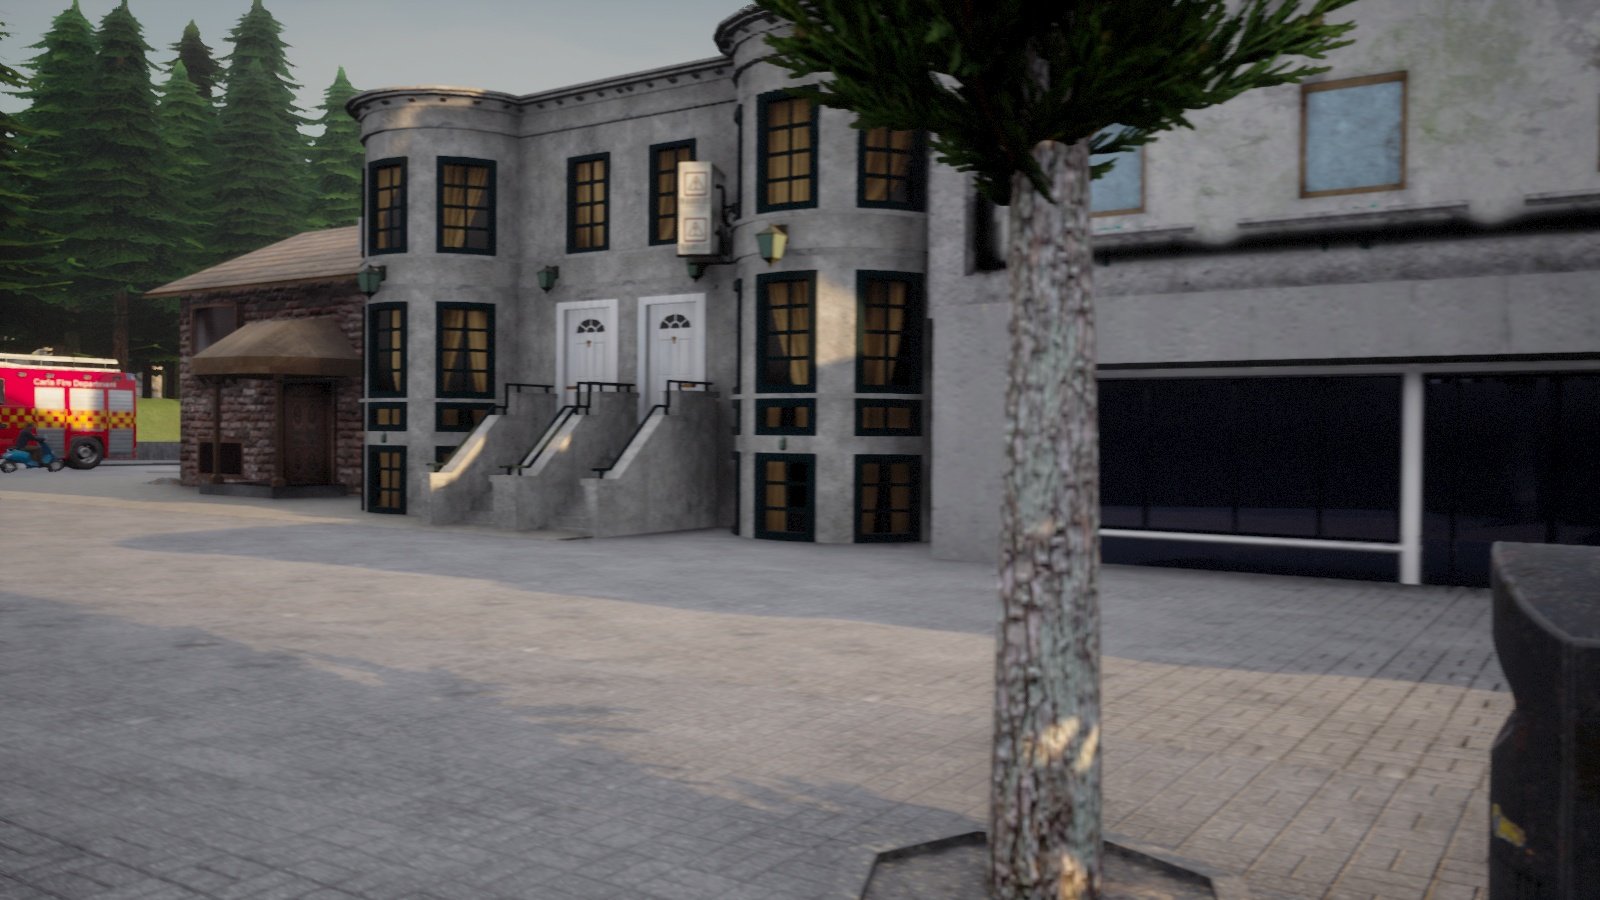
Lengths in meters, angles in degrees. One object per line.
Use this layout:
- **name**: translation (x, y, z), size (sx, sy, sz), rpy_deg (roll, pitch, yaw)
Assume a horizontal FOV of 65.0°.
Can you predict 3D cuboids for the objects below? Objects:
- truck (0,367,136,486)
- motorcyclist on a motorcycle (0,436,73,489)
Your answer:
- **truck**: translation (-26.710, -0.751, 41.010), size (2.891, 3.827, 8.468), rpy_deg (0, 1, 34)
- **motorcyclist on a motorcycle**: translation (-23.512, 0.371, 38.592), size (0.866, 1.590, 1.817), rpy_deg (0, 1, 34)
